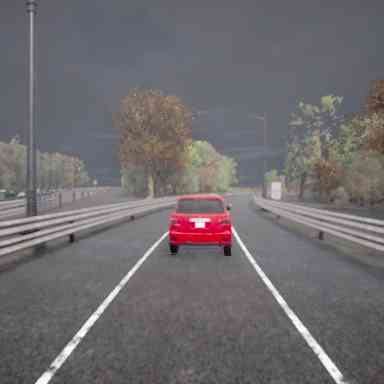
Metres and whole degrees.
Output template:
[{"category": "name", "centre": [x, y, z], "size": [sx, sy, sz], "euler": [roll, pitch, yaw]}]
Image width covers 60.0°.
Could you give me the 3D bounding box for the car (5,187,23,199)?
[{"category": "car", "centre": [-30.615, 0.149, 57.845], "size": [2.150, 2.045, 5.566], "euler": [0, 0, -12]}]

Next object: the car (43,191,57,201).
[{"category": "car", "centre": [-21.977, 0.583, 50.908], "size": [1.837, 1.490, 4.892], "euler": [0, 1, -12]}]

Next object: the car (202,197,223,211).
[{"category": "car", "centre": [2.358, 1.299, 37.214], "size": [1.994, 1.385, 4.181], "euler": [0, 0, 7]}]

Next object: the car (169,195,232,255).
[{"category": "car", "centre": [0.373, 1.130, 13.155], "size": [2.150, 2.045, 5.566], "euler": [0, 0, 3]}]

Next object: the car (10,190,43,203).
[{"category": "car", "centre": [-19.389, 0.772, 39.105], "size": [1.812, 1.442, 4.674], "euler": [0, 0, -12]}]

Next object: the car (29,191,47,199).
[{"category": "car", "centre": [-27.354, 0.535, 59.311], "size": [1.895, 1.301, 4.718], "euler": [0, 1, -12]}]
